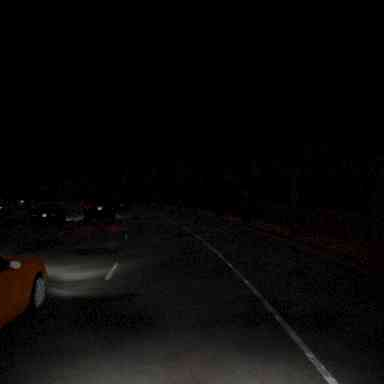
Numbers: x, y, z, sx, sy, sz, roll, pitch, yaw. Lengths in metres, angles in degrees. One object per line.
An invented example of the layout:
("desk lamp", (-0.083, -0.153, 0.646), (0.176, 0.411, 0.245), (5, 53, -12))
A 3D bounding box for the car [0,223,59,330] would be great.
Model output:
("car", (-3.719, 1.486, 4.617), (1.882, 1.535, 5.008), (0, 0, -3))

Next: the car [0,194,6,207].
("car", (-32.252, 1.385, 55.231), (2.150, 2.045, 5.566), (0, 0, -29))

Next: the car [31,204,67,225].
("car", (-10.262, 1.578, 24.073), (2.033, 1.411, 5.357), (0, 0, -15))

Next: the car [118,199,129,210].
("car", (-9.250, 1.573, 41.831), (1.994, 1.385, 4.181), (0, 0, -24))

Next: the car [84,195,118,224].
("car", (-7.056, 1.235, 25.499), (2.150, 2.045, 5.566), (0, 0, -15))
